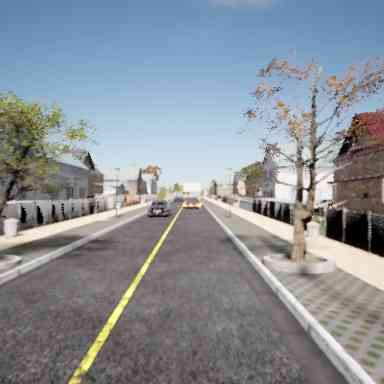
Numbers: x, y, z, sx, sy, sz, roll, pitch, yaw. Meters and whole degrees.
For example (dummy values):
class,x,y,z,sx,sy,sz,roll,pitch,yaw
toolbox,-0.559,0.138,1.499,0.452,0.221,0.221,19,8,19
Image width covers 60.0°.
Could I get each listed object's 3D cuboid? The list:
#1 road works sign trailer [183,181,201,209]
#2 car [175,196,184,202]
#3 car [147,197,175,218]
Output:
class,x,y,z,sx,sy,sz,roll,pitch,yaw
road works sign trailer,0.010,0.386,42.661,2.380,3.560,2.880,0,0,0
car,-2.752,1.468,70.138,1.994,1.385,4.181,0,0,0
car,-2.846,1.434,29.668,1.837,1.490,4.892,0,0,0
